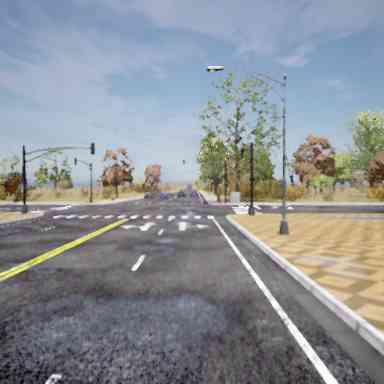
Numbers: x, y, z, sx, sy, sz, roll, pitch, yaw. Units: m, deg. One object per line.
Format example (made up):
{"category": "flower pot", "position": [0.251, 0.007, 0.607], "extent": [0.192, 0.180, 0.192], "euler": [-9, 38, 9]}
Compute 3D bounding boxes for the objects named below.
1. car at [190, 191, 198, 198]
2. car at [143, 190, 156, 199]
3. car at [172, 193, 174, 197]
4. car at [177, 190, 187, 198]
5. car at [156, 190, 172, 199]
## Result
{"category": "car", "position": [0.574, 0.552, 85.683], "extent": [2.097, 1.767, 4.553], "euler": [0, 1, 1]}
{"category": "car", "position": [-9.398, 0.884, 72.706], "extent": [1.994, 1.385, 4.181], "euler": [0, 1, 1]}
{"category": "car", "position": [-5.883, 0.649, 88.254], "extent": [1.994, 1.385, 4.181], "euler": [0, 1, 1]}
{"category": "car", "position": [-2.675, 0.551, 85.772], "extent": [2.097, 1.767, 4.553], "euler": [0, 1, 1]}
{"category": "car", "position": [-6.149, 0.810, 72.650], "extent": [1.882, 1.535, 5.008], "euler": [0, 1, 1]}
